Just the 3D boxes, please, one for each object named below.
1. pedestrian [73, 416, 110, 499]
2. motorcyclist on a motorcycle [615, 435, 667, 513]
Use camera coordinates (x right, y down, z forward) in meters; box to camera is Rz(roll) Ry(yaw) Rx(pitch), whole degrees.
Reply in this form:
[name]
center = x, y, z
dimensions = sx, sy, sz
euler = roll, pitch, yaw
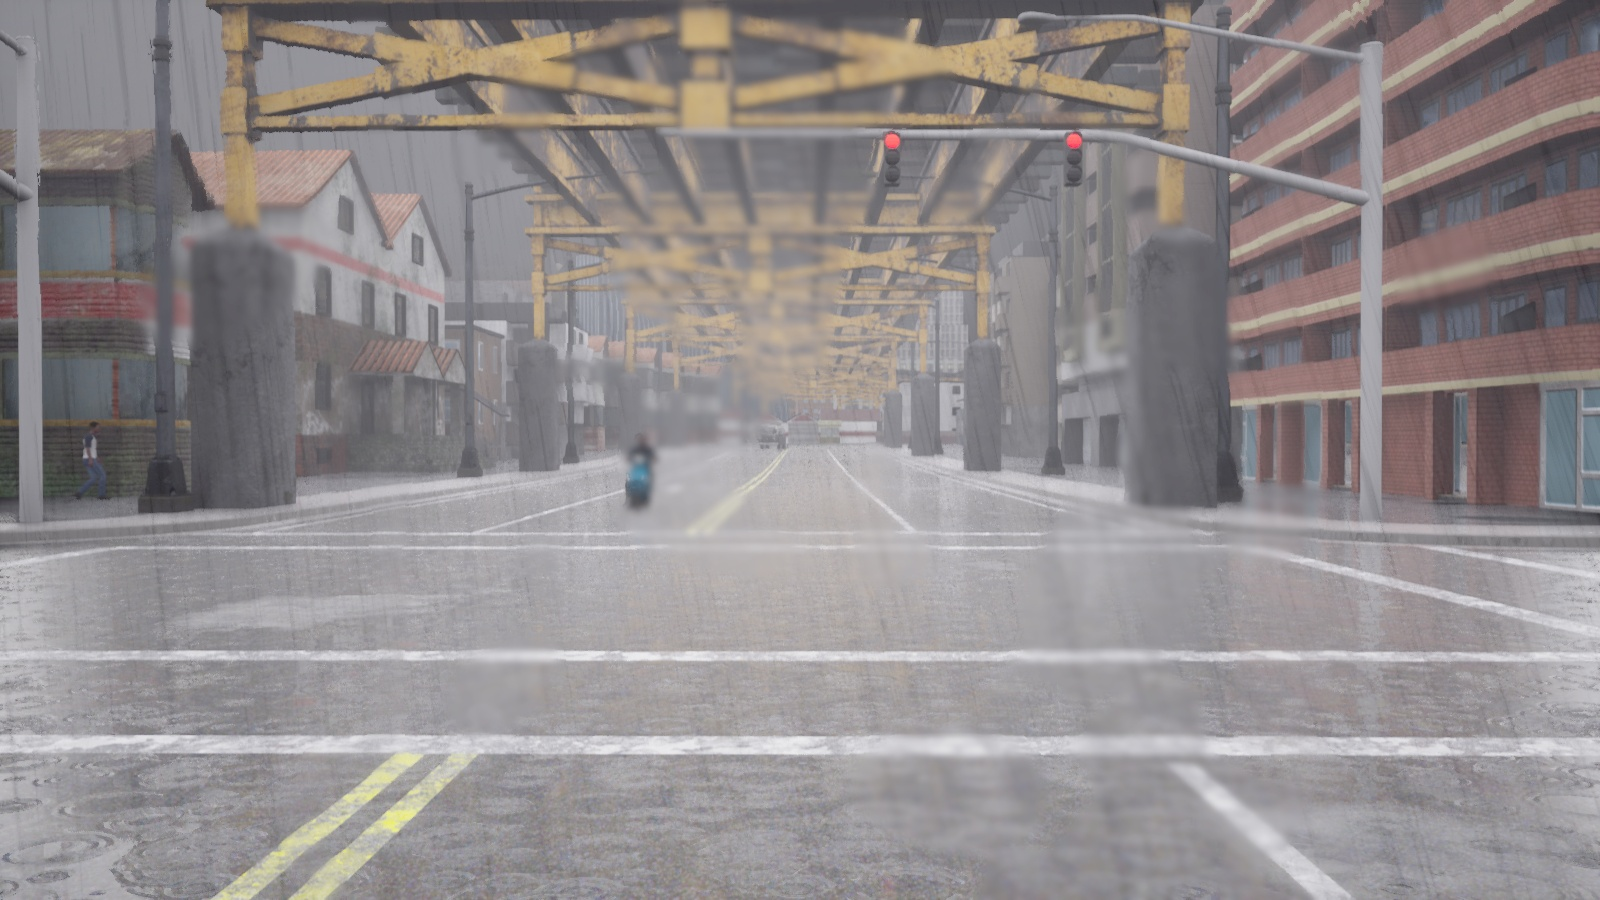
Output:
[pedestrian]
center = -15.893, 0.168, 28.180
dimensions = 0.706, 1.836, 0.354
euler = 0, 1, -30
[motorcyclist on a motorcycle]
center = -3.340, 0.480, 26.574
dimensions = 0.866, 1.590, 1.817
euler = 0, 0, 0
